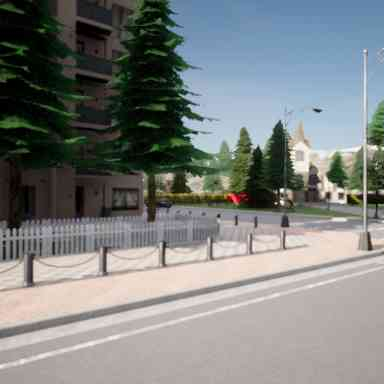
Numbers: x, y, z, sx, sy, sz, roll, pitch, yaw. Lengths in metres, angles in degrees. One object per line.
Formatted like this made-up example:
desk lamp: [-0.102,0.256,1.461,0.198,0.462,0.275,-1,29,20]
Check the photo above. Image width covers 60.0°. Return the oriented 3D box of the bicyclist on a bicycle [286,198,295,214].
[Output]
bicyclist on a bicycle: [9.744,1.425,33.232,1.656,1.620,0.582,0,0,-35]

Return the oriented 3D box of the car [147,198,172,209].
car: [-4.623,1.612,47.078,1.837,1.490,4.892,0,0,-35]
